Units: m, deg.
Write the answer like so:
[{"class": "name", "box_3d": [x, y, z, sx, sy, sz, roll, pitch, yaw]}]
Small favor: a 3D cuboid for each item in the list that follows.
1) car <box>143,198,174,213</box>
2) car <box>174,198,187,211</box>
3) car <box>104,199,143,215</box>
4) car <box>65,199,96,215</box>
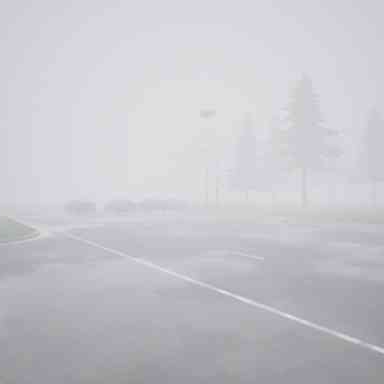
[{"class": "car", "box_3d": [-4.461, 1.427, 35.611, 2.128, 1.511, 4.902, 0, 0, -36]}, {"class": "car", "box_3d": [-2.353, 1.457, 38.646, 1.812, 1.442, 4.674, 0, 0, -36]}, {"class": "car", "box_3d": [-7.290, 1.429, 33.552, 2.128, 1.511, 4.902, 0, 0, -36]}, {"class": "car", "box_3d": [-11.103, 1.413, 32.852, 1.882, 1.535, 5.008, 0, 0, -36]}]
